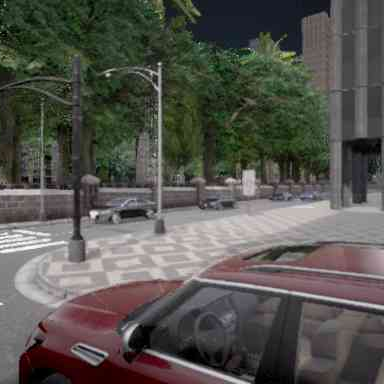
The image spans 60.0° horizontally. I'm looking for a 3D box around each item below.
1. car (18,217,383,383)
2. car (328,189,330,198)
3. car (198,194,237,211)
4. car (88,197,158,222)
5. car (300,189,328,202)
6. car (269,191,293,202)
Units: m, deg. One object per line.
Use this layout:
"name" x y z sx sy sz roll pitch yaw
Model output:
"car" 0.840 1.313 2.365 5.009 1.841 2.192 0 0 35
"car" 21.620 0.244 51.760 2.033 1.411 5.357 0 1 36
"car" 2.353 0.916 30.294 1.994 1.385 4.181 0 1 36
"car" -4.271 1.093 21.101 2.128 1.511 4.902 0 1 36
"car" 15.729 0.483 43.488 2.033 1.411 5.357 0 1 36
"car" 11.483 0.563 42.924 1.994 1.385 4.181 0 1 36
